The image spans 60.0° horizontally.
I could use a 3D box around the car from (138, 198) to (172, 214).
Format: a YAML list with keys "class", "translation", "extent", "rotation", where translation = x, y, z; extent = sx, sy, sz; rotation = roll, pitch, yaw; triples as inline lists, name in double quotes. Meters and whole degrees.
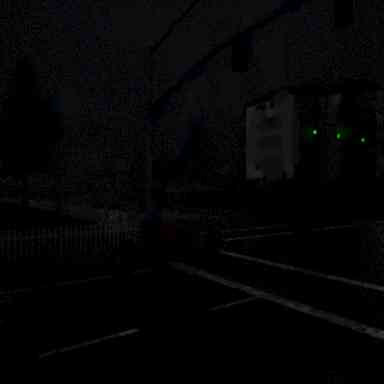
- class: "car"
  translation: [-3.834, 1.393, 33.776]
  extent: [2.128, 1.511, 4.902]
  rotation: [0, 0, -34]

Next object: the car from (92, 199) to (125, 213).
- class: "car"
  translation: [-8.903, 1.469, 35.035]
  extent: [2.033, 1.411, 5.357]
  rotation: [0, 0, -34]
